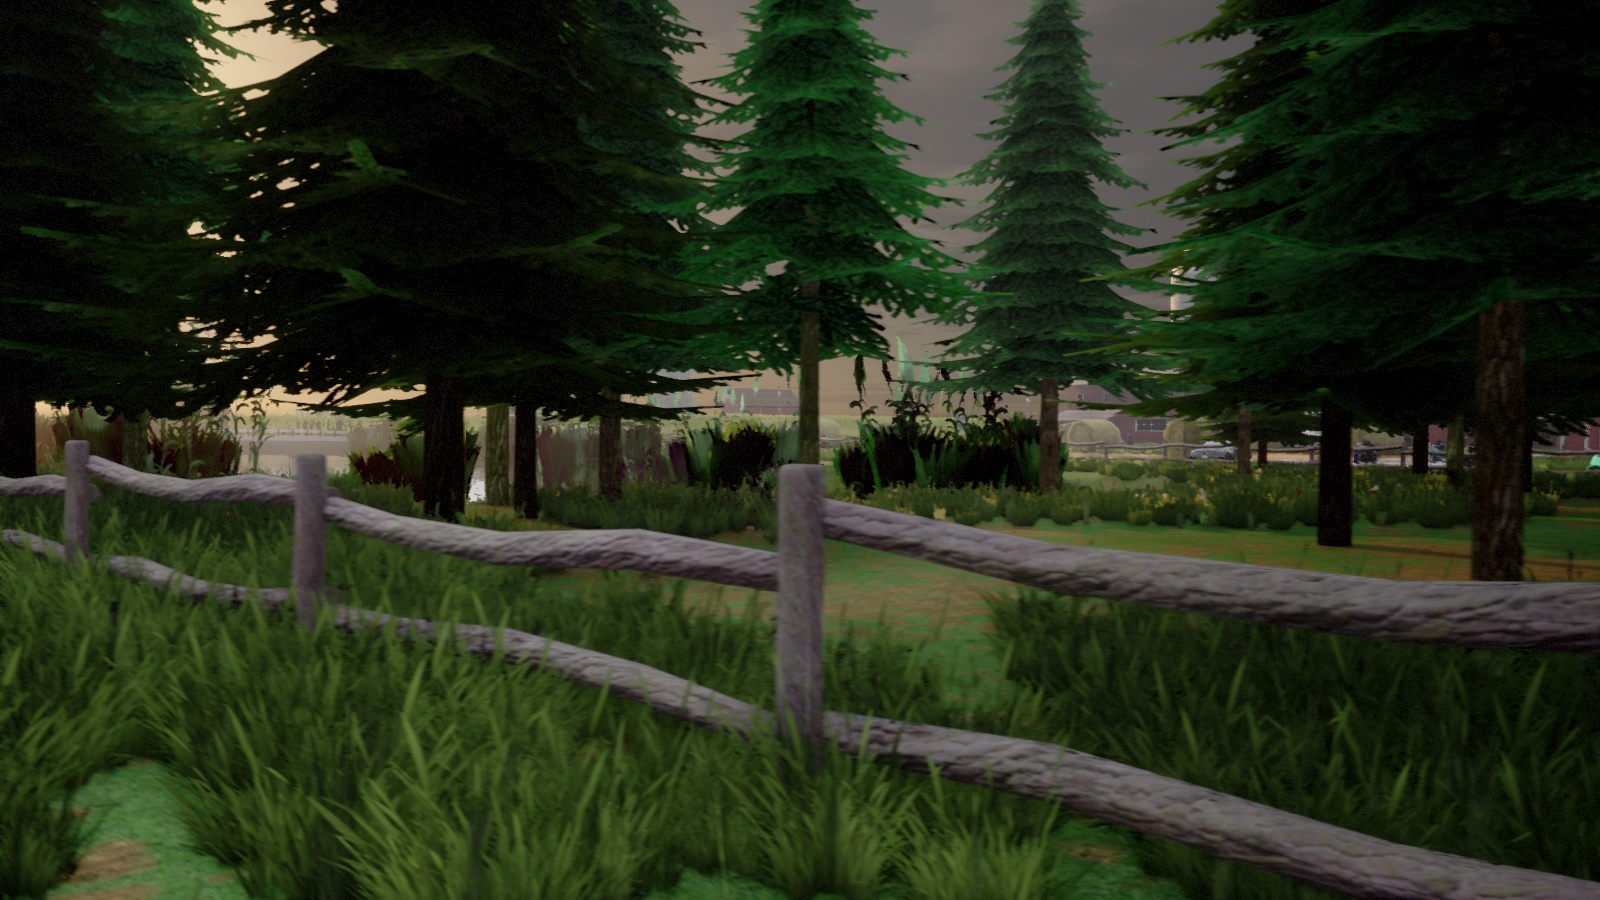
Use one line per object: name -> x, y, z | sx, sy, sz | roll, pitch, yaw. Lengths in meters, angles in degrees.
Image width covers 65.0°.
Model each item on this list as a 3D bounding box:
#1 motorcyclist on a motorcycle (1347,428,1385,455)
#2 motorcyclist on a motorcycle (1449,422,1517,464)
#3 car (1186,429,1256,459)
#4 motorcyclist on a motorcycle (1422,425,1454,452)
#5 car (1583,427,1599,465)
motorcyclist on a motorcycle -> 31.944, -0.482, 70.884 | 2.191, 1.530, 0.866 | -1, 1, -32
motorcyclist on a motorcycle -> 27.356, -0.282, 50.317 | 0.766, 1.649, 2.350 | -1, 1, -29
car -> 21.112, -0.302, 62.854 | 1.812, 1.442, 4.674 | 0, 1, 38
motorcyclist on a motorcycle -> 37.891, -0.668, 74.566 | 1.817, 1.590, 0.866 | -1, 1, -32
car -> 29.989, -0.137, 45.593 | 1.481, 1.376, 2.207 | -1, 1, -29
